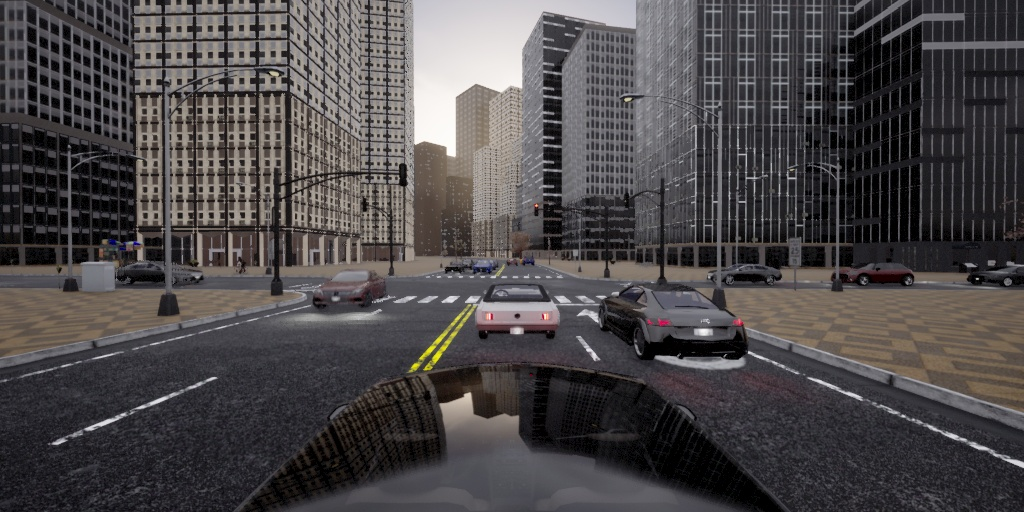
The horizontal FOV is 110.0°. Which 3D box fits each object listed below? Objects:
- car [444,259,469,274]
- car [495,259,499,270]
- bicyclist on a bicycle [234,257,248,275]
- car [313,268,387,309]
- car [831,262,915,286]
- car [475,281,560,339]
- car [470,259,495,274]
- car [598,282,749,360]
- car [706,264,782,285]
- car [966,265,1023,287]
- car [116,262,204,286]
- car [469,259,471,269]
[{"bbox_3d":[-6.502,1.321,41.345,1.895,1.301,4.718,0,0,0],"label":"car"},{"bbox_3d":[-3.227,1.230,50.012,1.812,1.442,4.674,0,0,0],"label":"car"},{"bbox_3d":[-24.630,0.872,32.559,0.582,1.620,1.656,0,1,2],"label":"bicyclist on a bicycle"},{"bbox_3d":[-6.570,1.270,15.150,1.812,1.442,4.674,1,0,-7],"label":"car"},{"bbox_3d":[25.959,1.204,25.951,4.553,1.767,2.097,0,0,1],"label":"car"},{"bbox_3d":[0.120,1.348,10.054,1.895,1.301,4.718,0,0,0],"label":"car"},{"bbox_3d":[-3.252,1.199,40.669,1.882,1.535,5.008,0,0,0],"label":"car"},{"bbox_3d":[3.372,1.312,8.334,1.994,1.385,4.181,0,0,0],"label":"car"},{"bbox_3d":[16.877,1.302,26.168,4.902,1.511,2.128,0,0,1],"label":"car"},{"bbox_3d":[35.860,1.402,25.714,4.892,1.490,1.837,0,0,1],"label":"car"},{"bbox_3d":[-23.250,1.143,23.786,4.902,1.511,2.128,0,0,2],"label":"car"},{"bbox_3d":[-6.473,1.206,51.696,1.837,1.490,4.892,0,0,0],"label":"car"}]
